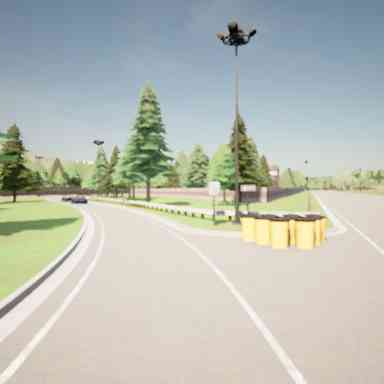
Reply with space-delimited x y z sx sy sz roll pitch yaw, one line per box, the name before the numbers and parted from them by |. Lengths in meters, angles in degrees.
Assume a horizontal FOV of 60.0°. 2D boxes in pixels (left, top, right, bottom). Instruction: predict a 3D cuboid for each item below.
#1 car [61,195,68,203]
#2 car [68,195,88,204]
car | -23.111 1.254 62.022 1.895 1.301 4.718 0 0 -30
car | -18.093 1.257 53.402 1.994 1.385 4.181 0 0 -30
